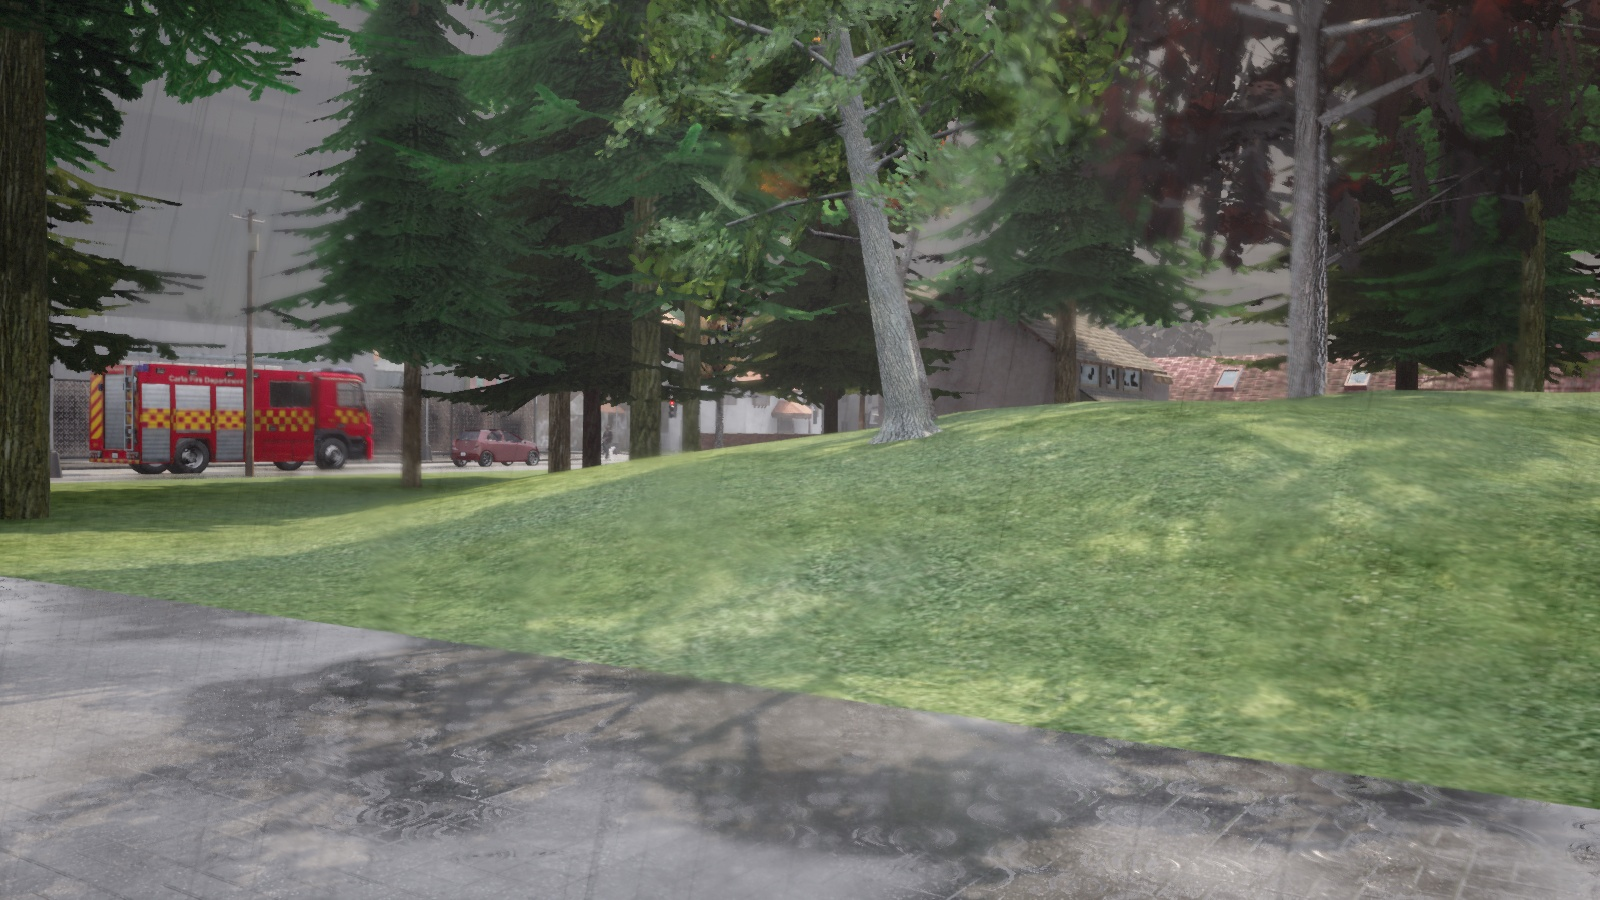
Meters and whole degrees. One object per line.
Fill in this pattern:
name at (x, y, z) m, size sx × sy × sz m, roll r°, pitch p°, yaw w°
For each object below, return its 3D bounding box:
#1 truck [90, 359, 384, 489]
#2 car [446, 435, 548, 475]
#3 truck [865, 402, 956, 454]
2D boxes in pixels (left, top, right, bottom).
truck at (-18.100, -0.831, 41.094) m, size 2.891 × 3.827 × 8.468 m, roll 0°, pitch 1°, yaw 34°
car at (-12.067, 0.169, 50.173) m, size 1.845 × 1.501 × 3.633 m, roll 0°, pitch 1°, yaw 33°
truck at (7.773, -1.513, 87.329) m, size 2.891 × 3.462 × 7.936 m, roll 0°, pitch 1°, yaw 33°
